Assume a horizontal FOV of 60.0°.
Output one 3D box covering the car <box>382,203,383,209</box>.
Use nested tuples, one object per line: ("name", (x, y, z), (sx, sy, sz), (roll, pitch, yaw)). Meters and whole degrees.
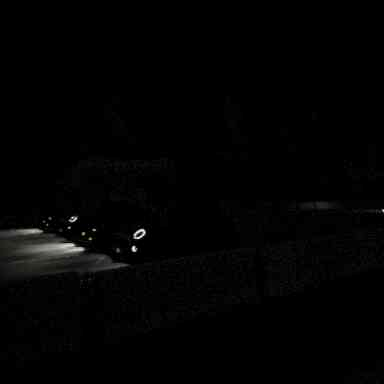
("car", (27.919, 1.727, 45.349), (4.718, 1.301, 1.895), (1, -1, -35))

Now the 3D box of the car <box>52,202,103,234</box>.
("car", (-4.696, 1.313, 17.837), (4.553, 1.767, 2.097), (0, 0, -35))

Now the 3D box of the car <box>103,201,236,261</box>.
("car", (-0.582, 1.313, 12.173), (4.553, 1.767, 2.097), (0, 0, -35))

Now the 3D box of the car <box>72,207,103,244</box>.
("car", (-2.835, 1.527, 14.864), (4.181, 1.385, 1.994), (0, 0, -35))

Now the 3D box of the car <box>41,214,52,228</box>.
("car", (-6.976, 1.527, 20.509), (4.181, 1.385, 1.994), (0, 0, -35))
